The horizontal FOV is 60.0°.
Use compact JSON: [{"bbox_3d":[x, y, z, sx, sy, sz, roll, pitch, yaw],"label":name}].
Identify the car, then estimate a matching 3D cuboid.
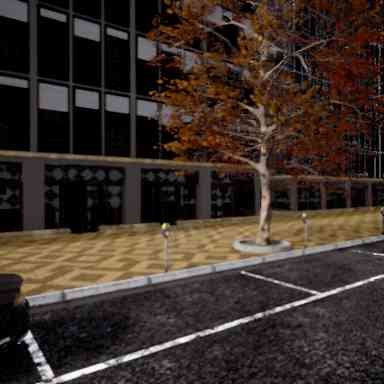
[{"bbox_3d":[-4.186,1.562,3.570,4.403,1.369,2.008,-1,1,-35],"label":"car"}]
